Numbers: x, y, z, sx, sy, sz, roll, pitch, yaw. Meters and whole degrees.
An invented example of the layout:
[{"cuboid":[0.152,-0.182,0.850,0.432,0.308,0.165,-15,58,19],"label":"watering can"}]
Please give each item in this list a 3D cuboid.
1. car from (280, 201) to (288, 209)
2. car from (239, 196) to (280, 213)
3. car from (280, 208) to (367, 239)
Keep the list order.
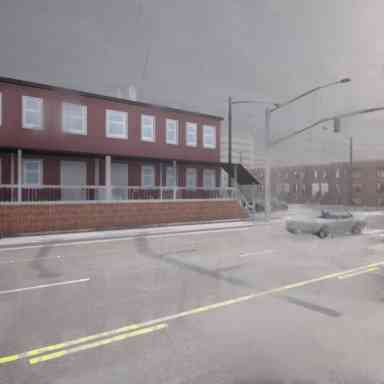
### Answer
[{"cuboid":[9.185,1.318,39.487,2.097,1.767,4.553,0,0,-36],"label":"car"},{"cuboid":[6.828,1.455,36.769,2.128,1.511,4.902,0,0,-36],"label":"car"},{"cuboid":[7.020,1.594,17.382,4.718,1.301,1.895,0,0,-35],"label":"car"}]
